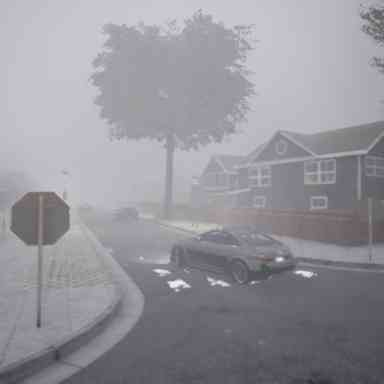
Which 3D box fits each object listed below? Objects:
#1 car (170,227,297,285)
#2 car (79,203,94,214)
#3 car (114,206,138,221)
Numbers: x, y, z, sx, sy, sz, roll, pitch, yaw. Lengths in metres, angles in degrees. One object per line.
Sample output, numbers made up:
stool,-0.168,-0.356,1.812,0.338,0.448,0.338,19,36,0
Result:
car,1.113,1.805,10.439,1.994,1.385,4.181,0,-1,-38
car,-15.673,2.398,49.285,1.812,1.442,4.674,1,-1,-21
car,-6.701,2.183,33.692,1.837,1.490,4.892,1,-2,-21
